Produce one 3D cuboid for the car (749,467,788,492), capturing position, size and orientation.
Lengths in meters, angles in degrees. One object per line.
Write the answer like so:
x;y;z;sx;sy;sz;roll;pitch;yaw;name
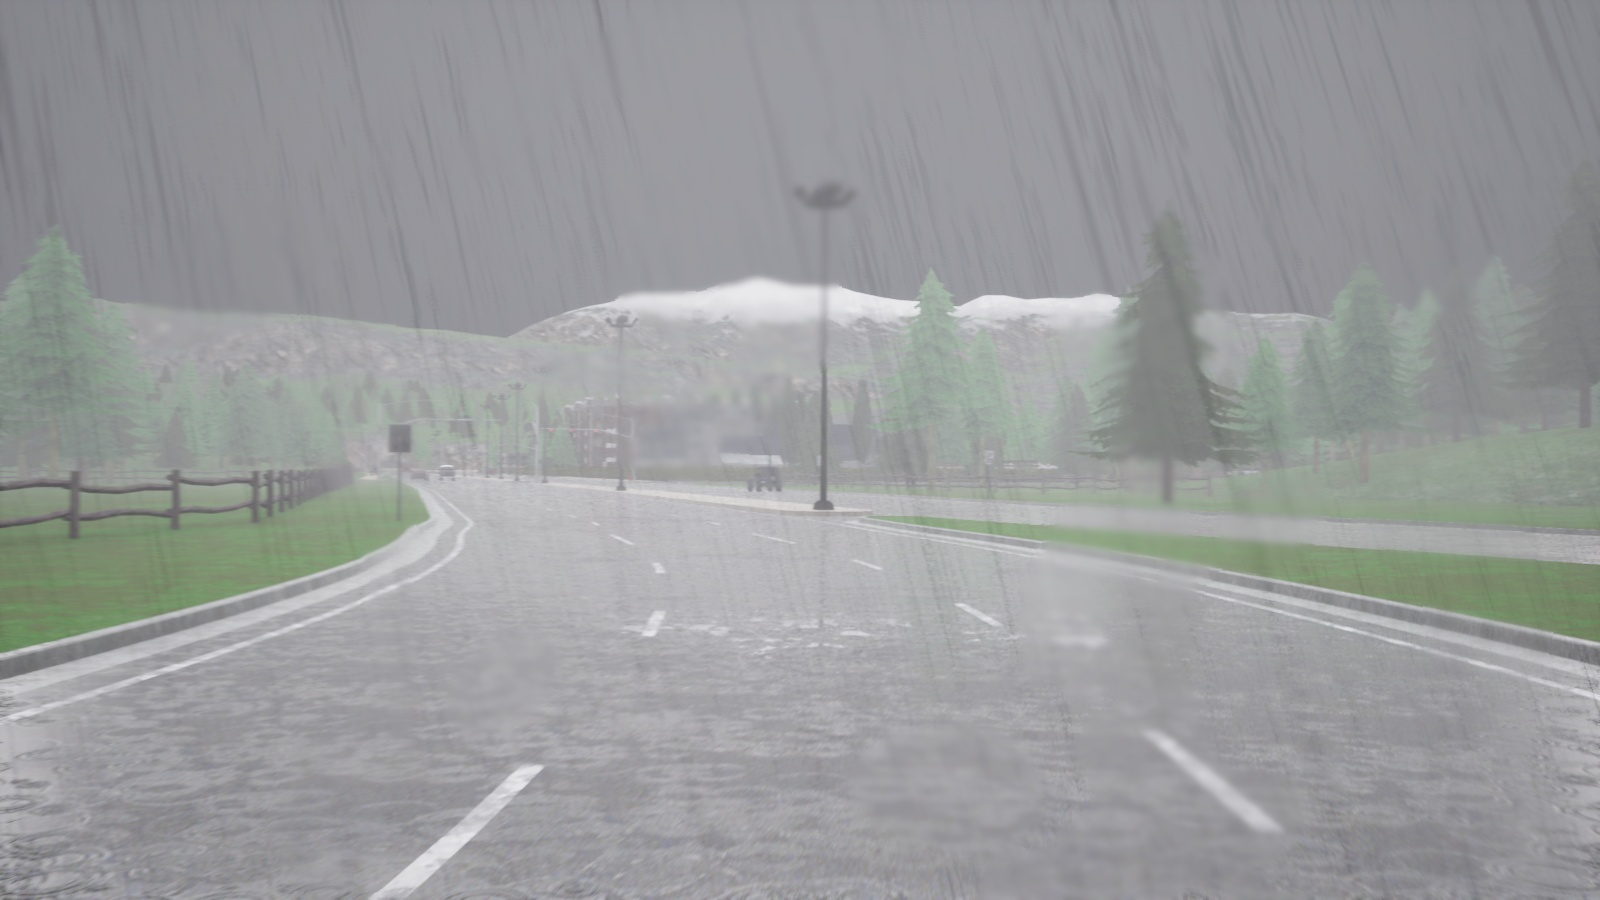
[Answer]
-2.363;2.194;94.108;1.905;1.878;3.866;0;-1;-18;car
